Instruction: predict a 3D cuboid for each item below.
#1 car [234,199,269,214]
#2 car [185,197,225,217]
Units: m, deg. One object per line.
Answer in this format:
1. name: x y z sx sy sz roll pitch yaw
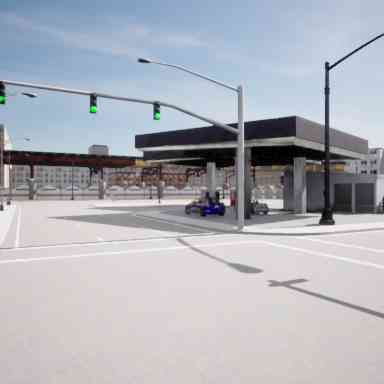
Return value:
1. car: 5.882 1.456 33.520 1.970 1.475 3.806 0 0 -27
2. car: 1.117 1.295 30.222 2.242 1.667 4.611 0 0 -27
